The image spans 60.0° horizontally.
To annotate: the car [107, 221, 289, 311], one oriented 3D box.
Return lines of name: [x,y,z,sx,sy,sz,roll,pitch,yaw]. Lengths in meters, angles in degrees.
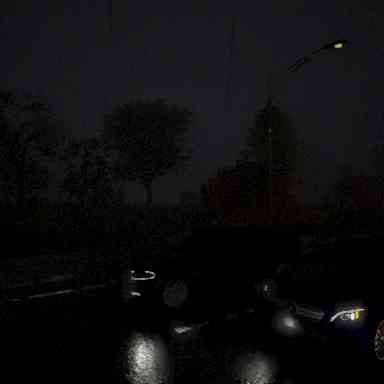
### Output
car: [0.488,1.491,7.974,5.008,1.535,1.882,0,0,-35]

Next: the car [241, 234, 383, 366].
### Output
car: [3.265,1.545,5.949,4.674,1.442,1.812,0,0,-35]
